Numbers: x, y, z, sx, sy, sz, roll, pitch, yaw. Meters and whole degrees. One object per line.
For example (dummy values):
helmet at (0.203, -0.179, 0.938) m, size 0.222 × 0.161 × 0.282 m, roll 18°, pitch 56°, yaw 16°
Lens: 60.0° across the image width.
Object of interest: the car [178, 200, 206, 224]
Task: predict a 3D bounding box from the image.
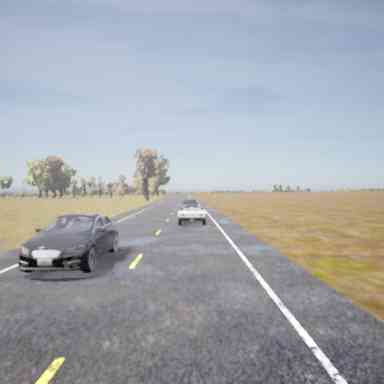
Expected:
car at (-0.011, 1.504, 23.689) m, size 1.895 × 1.301 × 4.718 m, roll 0°, pitch 0°, yaw 0°

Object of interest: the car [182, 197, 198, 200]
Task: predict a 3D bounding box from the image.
car at (-0.226, 1.333, 41.688) m, size 2.128 × 1.511 × 4.902 m, roll 0°, pitch 0°, yaw -1°

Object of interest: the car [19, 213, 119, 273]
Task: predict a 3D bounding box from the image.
car at (-3.628, 1.446, 10.622) m, size 2.128 × 1.511 × 4.902 m, roll 0°, pitch 0°, yaw 0°
